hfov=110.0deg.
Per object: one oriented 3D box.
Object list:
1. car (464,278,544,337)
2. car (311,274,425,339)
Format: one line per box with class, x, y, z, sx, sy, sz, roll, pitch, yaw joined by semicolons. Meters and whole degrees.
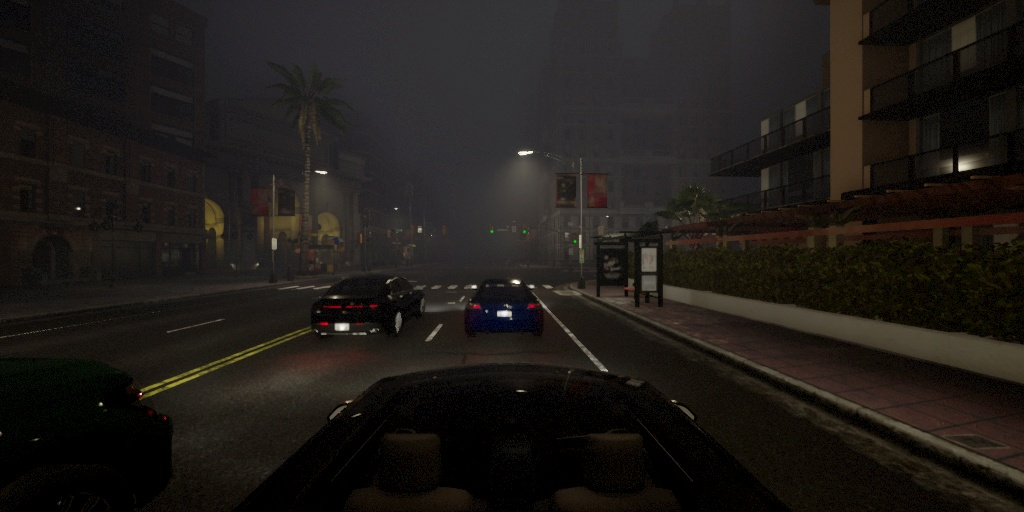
car;-0.247;1.313;10.343;1.994;1.385;4.181;0;0;-2
car;-3.734;1.255;10.076;1.837;1.490;4.892;0;0;-2
